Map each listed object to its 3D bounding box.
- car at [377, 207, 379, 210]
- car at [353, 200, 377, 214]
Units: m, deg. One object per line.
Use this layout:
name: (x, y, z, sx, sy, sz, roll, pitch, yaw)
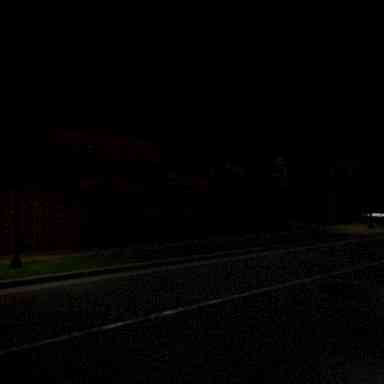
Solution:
car: (20.139, 1.735, 41.389, 2.033, 1.411, 5.357, 1, 0, -36)
car: (18.086, 1.730, 37.880, 1.994, 1.385, 4.181, 1, 0, -35)
